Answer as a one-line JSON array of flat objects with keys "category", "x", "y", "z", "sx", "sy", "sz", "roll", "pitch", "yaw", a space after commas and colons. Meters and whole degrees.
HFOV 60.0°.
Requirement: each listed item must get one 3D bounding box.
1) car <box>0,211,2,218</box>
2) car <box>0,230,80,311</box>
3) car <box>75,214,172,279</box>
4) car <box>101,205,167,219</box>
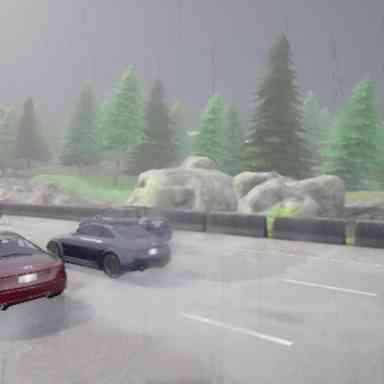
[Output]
[{"category": "car", "x": -15.858, "y": 1.590, "z": 24.241, "sx": 4.718, "sy": 1.301, "sz": 1.895, "roll": 0, "pitch": 0, "yaw": 36}, {"category": "car", "x": -4.655, "y": 1.564, "z": 7.359, "sx": 4.181, "sy": 1.385, "sz": 1.994, "roll": 0, "pitch": 0, "yaw": 36}, {"category": "car", "x": -2.665, "y": 1.581, "z": 10.239, "sx": 4.181, "sy": 1.385, "sz": 1.994, "roll": 0, "pitch": 0, "yaw": 37}, {"category": "car", "x": -3.128, "y": 1.378, "z": 14.933, "sx": 4.553, "sy": 1.767, "sz": 2.097, "roll": 0, "pitch": 0, "yaw": 36}]
